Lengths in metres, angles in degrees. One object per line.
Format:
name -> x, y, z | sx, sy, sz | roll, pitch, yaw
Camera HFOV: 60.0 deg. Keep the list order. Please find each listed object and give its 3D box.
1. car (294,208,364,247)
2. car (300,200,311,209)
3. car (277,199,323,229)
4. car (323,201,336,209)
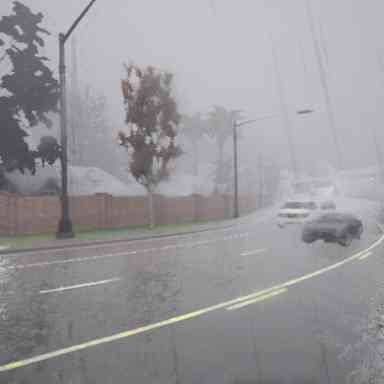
car -> 7.120, 1.744, 16.455 | 2.033, 1.411, 5.357 | -1, -1, 37
car -> 21.545, 2.371, 63.155 | 1.882, 1.535, 5.008 | -1, -1, 18
car -> 7.759, 1.555, 23.990 | 2.150, 2.045, 5.566 | -1, -1, 28
car -> 22.435, 2.207, 54.681 | 1.882, 1.535, 5.008 | -1, -1, 19
